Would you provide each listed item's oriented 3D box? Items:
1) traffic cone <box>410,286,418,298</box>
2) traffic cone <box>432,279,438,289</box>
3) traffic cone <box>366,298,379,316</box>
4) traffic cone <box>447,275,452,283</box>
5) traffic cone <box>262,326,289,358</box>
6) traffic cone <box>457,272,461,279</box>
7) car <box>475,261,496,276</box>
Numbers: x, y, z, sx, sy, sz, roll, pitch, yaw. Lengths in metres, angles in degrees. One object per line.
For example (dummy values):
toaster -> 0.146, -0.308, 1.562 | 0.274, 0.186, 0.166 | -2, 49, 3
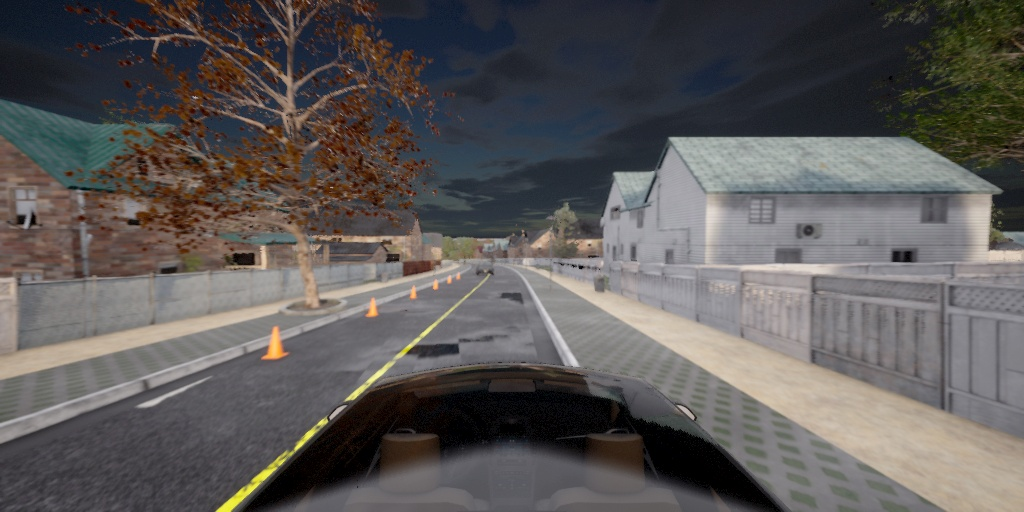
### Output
traffic cone -> -4.720, 1.711, 17.189 | 0.340, 0.580, 0.340 | 0, 0, 0
traffic cone -> -4.719, 1.719, 22.196 | 0.340, 0.580, 0.340 | 0, 0, 0
traffic cone -> -4.722, 1.708, 12.181 | 0.340, 0.580, 0.340 | 0, 0, 0
traffic cone -> -4.728, 1.729, 27.185 | 0.340, 0.580, 0.340 | 0, 0, 0
traffic cone -> -4.724, 1.707, 7.174 | 0.340, 0.580, 0.340 | 0, 0, 0
traffic cone -> -4.790, 1.742, 32.164 | 0.340, 0.580, 0.340 | 0, 0, -1
car -> -2.795, 1.302, 37.888 | 1.837, 1.490, 4.892 | 0, -1, -4
